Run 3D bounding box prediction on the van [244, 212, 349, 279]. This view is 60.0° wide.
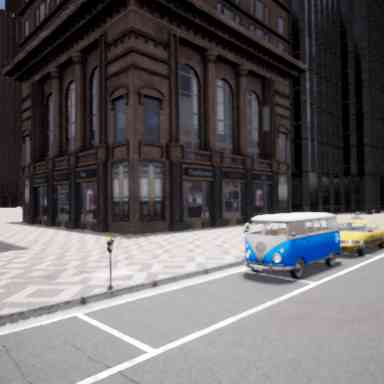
[{"bbox_3d":[3.291,1.572,10.621,1.690,1.788,3.998,-2,-2,45],"label":"van"}]

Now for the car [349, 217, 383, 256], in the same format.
[{"bbox_3d":[7.124,1.798,14.466,1.752,1.417,4.829,-2,-2,45],"label":"car"}]
